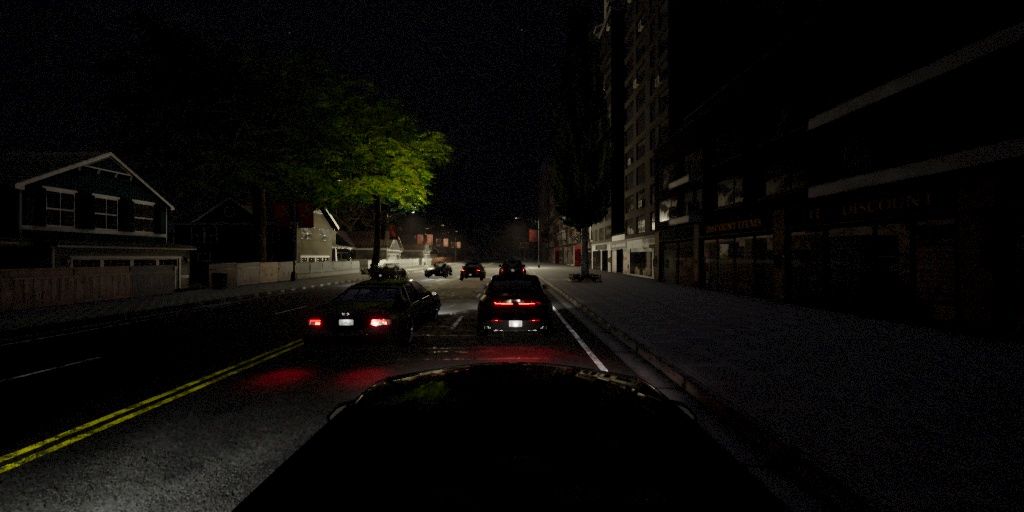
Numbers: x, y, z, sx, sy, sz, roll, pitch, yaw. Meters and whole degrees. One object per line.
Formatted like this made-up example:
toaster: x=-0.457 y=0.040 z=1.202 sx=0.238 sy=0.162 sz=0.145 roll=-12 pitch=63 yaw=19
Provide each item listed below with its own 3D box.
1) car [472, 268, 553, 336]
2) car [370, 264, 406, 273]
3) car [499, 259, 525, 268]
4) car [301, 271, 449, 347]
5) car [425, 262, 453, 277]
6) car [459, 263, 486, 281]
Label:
car: x=0.072 y=1.254 z=10.365 sx=1.837 sy=1.490 sz=4.892 roll=0 pitch=0 yaw=0
car: x=-9.943 y=1.304 z=29.055 sx=1.994 sy=1.385 sz=4.181 roll=0 pitch=0 yaw=0
car: x=0.012 y=1.093 z=28.646 sx=2.097 sy=1.767 sz=4.553 roll=0 pitch=0 yaw=-1
car: x=-3.168 y=1.297 z=9.269 sx=2.033 sy=1.411 sz=5.357 roll=0 pitch=0 yaw=-1
car: x=-6.709 y=1.285 z=33.291 sx=2.033 sy=1.411 sz=5.357 roll=0 pitch=0 yaw=0
car: x=-3.247 y=1.265 z=30.172 sx=1.812 sy=1.442 sz=4.674 roll=0 pitch=0 yaw=0
